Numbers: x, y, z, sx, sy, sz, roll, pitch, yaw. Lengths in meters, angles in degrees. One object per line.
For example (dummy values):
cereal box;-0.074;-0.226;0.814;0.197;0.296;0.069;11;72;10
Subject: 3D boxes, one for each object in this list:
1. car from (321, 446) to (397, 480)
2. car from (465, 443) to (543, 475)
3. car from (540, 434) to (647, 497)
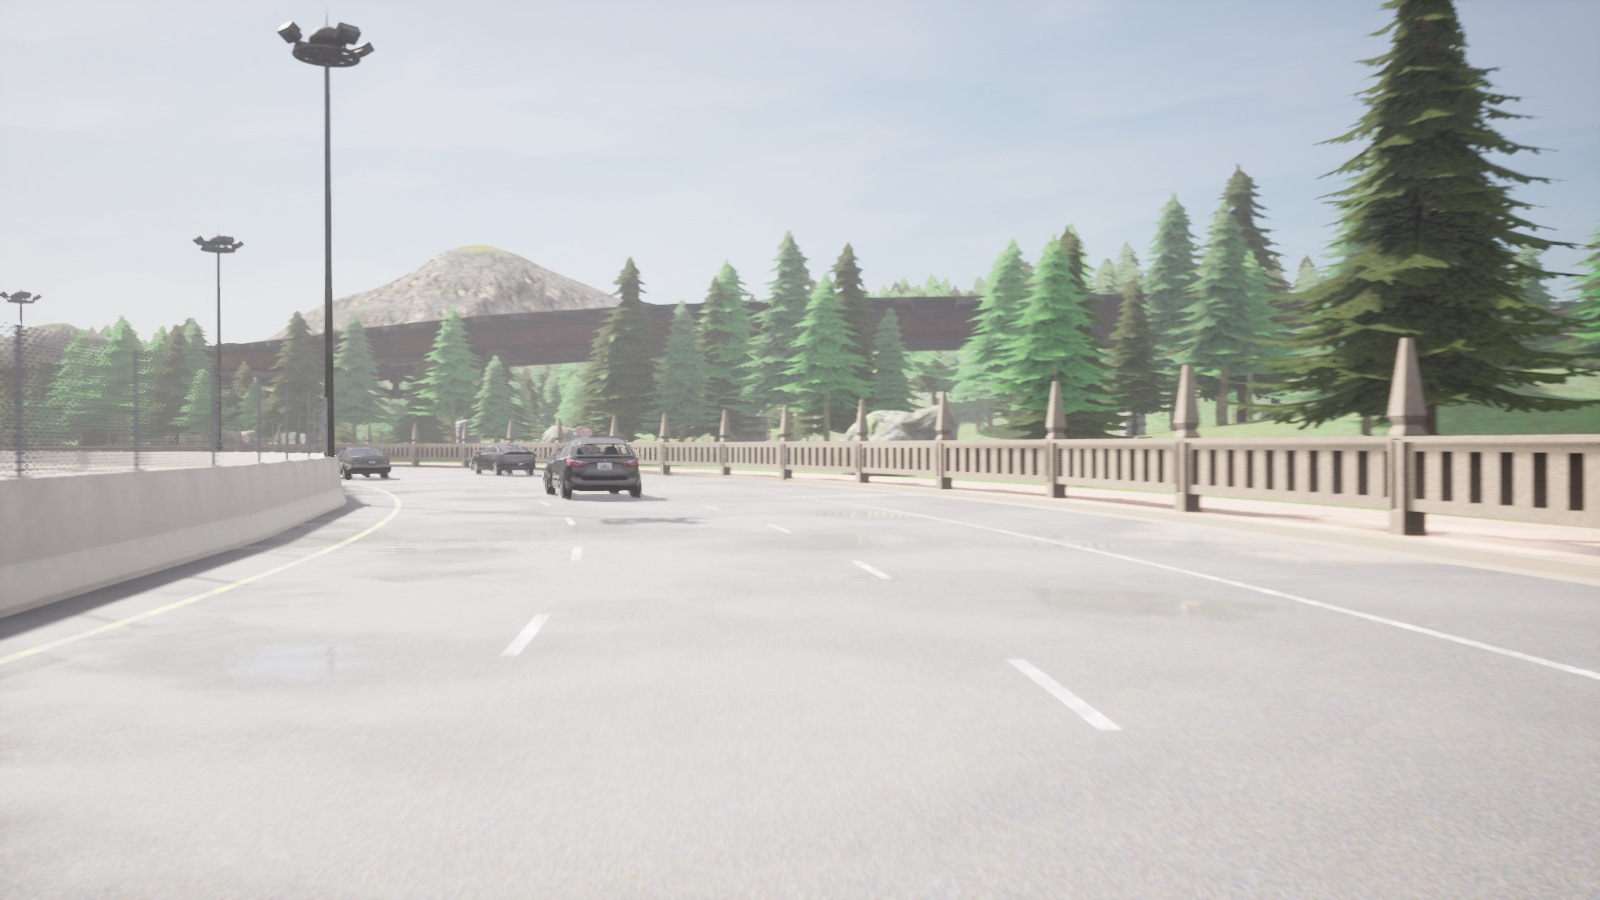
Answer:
car;-19.774;0.538;56.168;2.033;1.411;5.357;0;0;-33
car;-14.300;0.406;60.519;2.128;1.511;4.902;0;0;-33
car;-5.953;0.408;35.763;2.242;1.667;4.611;0;0;-19
